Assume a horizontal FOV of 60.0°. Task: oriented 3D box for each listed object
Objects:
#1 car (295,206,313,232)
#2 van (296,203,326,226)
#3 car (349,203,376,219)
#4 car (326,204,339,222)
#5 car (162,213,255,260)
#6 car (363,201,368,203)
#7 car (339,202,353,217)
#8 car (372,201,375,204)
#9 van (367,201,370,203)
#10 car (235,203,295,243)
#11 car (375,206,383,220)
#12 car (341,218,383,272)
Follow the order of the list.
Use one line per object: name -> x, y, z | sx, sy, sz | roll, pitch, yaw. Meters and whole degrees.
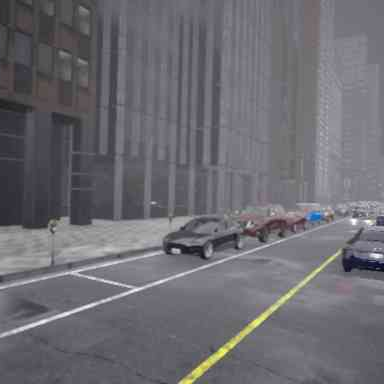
car -> 6.596, 1.904, 22.688 | 1.887, 1.381, 4.507 | 1, -1, 32
van -> 9.585, 1.823, 27.470 | 1.690, 1.788, 3.998 | 1, -1, 32
car -> 20.093, 2.384, 39.136 | 1.837, 1.490, 4.892 | 1, -1, 32
car -> 12.566, 2.045, 32.250 | 1.967, 1.590, 4.097 | 1, -1, 32
car -> 0.629, 1.680, 13.125 | 1.947, 1.339, 4.313 | 1, -1, 32
car -> 30.462, 2.894, 60.934 | 2.008, 1.369, 4.403 | 1, -1, 32
car -> 18.532, 2.290, 41.812 | 1.967, 1.590, 4.097 | 1, -1, 32
car -> 39.418, 3.034, 75.279 | 2.192, 1.841, 5.009 | 1, -1, 32
van -> 33.451, 2.809, 65.717 | 1.690, 1.788, 3.998 | 1, -1, 32
car -> 3.619, 1.552, 17.908 | 2.192, 1.841, 5.009 | 1, -1, 32
car -> 15.394, 2.118, 25.706 | 1.882, 1.535, 5.008 | 1, 0, 32
car -> 6.307, 1.831, 11.148 | 1.994, 1.385, 4.181 | 1, -1, 32
